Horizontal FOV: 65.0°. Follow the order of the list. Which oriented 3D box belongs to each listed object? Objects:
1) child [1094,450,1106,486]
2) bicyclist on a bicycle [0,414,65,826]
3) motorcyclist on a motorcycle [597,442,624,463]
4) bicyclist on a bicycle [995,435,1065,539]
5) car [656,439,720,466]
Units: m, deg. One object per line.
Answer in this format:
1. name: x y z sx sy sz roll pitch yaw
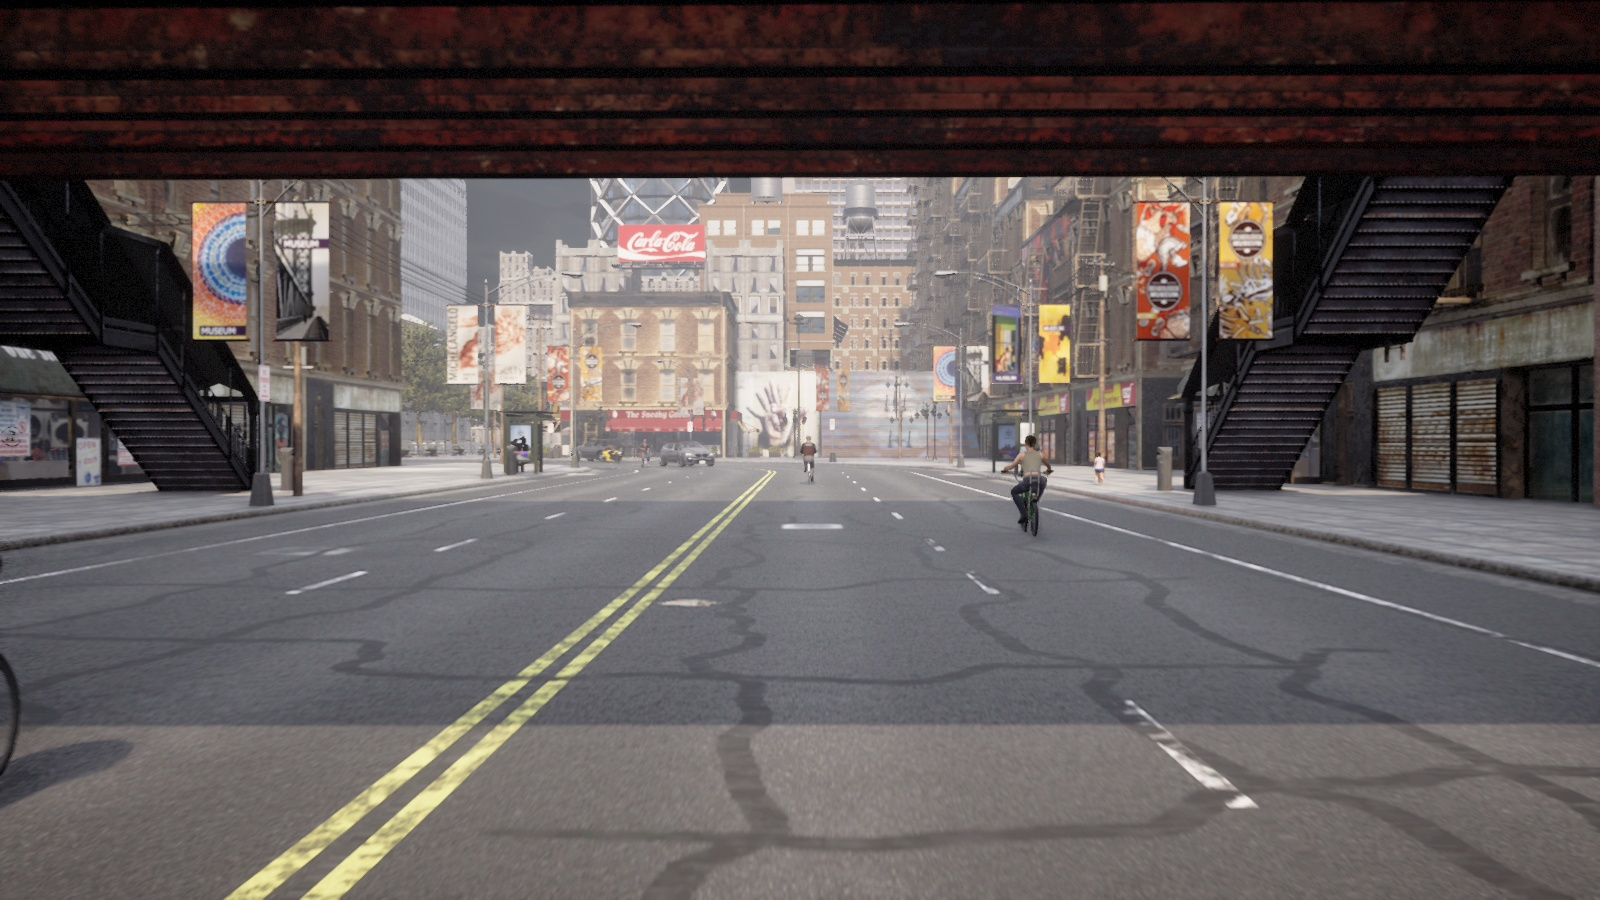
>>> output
1. child: 9.342 0.570 39.083 0.255 1.110 0.394 0 0 -2
2. bicyclist on a bicycle: -3.439 0.671 4.528 0.582 1.620 1.656 0 1 1
3. motorcyclist on a motorcycle: -13.985 0.196 92.474 2.044 1.523 0.797 0 1 40
4. bicyclist on a bicycle: 3.714 0.571 20.355 0.866 1.612 1.509 0 0 1
5. car: -7.039 0.142 78.576 2.242 1.667 4.611 0 0 -29
